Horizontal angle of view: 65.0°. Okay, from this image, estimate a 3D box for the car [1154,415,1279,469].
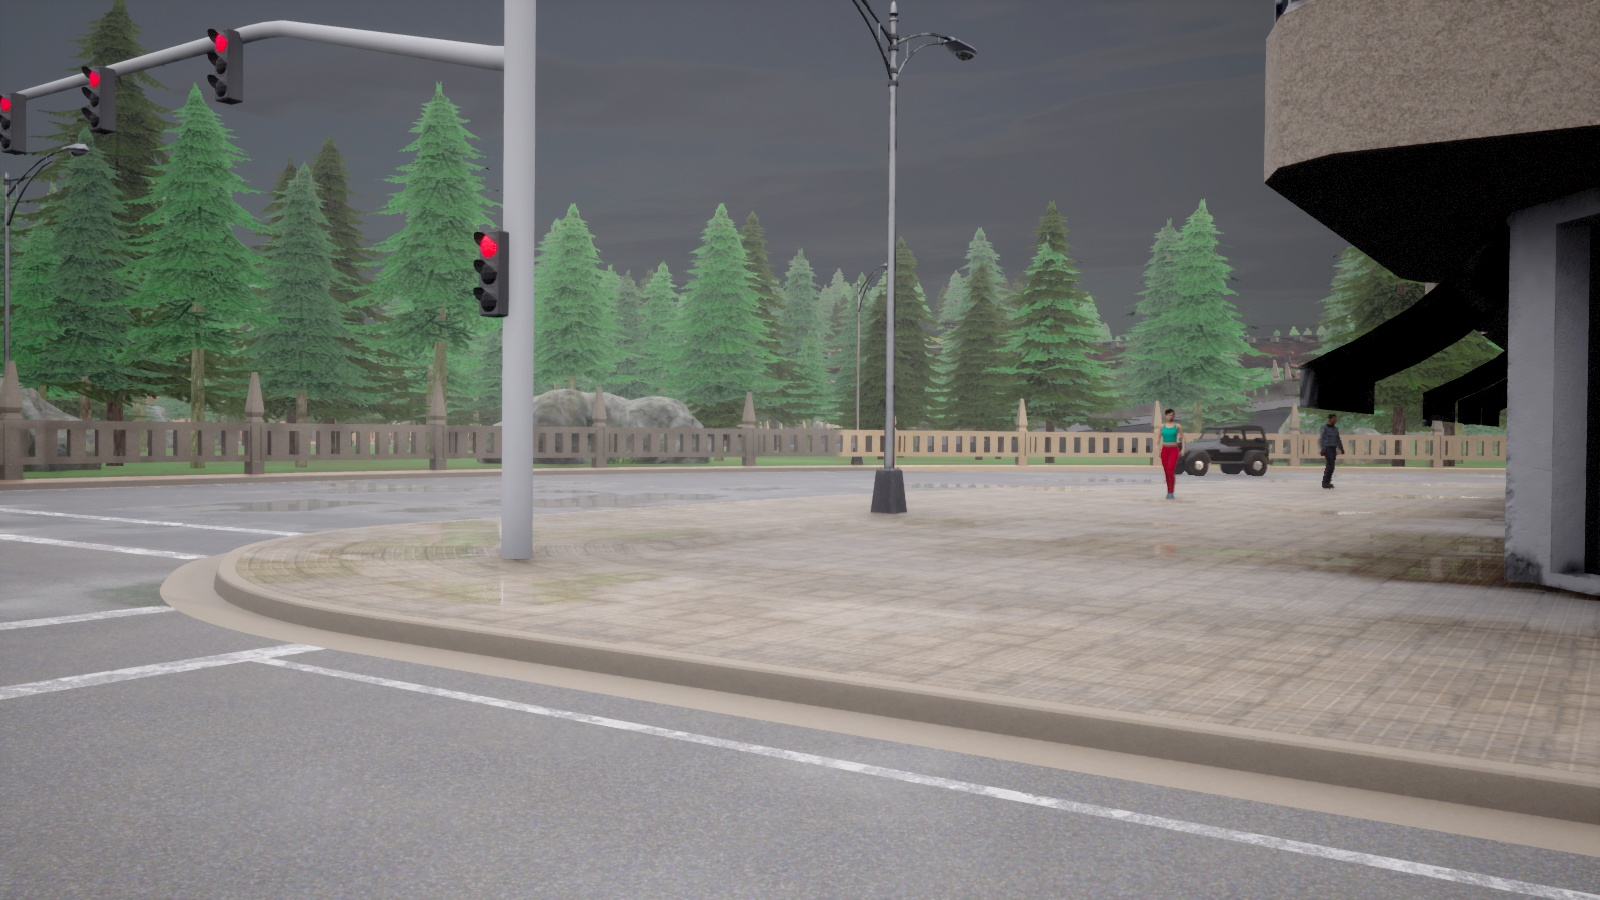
[{"bbox_3d":[15.098,-0.287,45.550,3.866,1.878,1.905,-1,1,-12],"label":"car"}]

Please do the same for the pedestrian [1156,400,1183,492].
[{"bbox_3d":[7.454,-0.077,25.309,0.345,1.836,0.594,0,1,35],"label":"pedestrian"}]

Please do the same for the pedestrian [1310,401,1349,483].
[{"bbox_3d":[12.784,-0.200,30.311,0.423,1.949,0.788,-1,1,-24],"label":"pedestrian"}]
